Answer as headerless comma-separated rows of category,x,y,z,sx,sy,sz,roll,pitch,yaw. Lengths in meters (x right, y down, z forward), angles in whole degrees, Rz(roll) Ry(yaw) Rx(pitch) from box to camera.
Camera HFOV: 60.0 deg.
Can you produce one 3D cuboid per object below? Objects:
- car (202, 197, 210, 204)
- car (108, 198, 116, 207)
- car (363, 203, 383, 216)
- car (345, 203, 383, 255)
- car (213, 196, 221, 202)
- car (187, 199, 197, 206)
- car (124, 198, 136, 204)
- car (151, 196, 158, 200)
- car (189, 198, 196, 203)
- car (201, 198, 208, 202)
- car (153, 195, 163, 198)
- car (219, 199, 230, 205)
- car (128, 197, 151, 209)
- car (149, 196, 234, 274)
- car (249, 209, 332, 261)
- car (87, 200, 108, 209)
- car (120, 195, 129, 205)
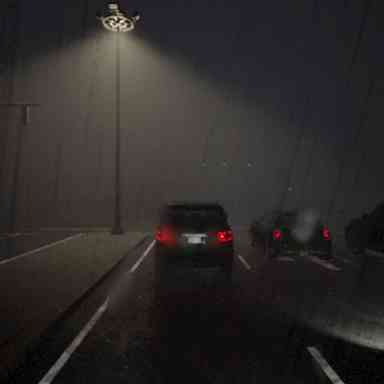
car,3.375,2.094,83.550,1.882,1.535,5.008,0,0,1
car,-15.167,2.055,61.425,1.895,1.301,4.718,0,0,0
car,21.078,1.862,35.505,4.718,1.301,1.895,0,0,1
car,7.065,1.303,10.657,2.150,2.045,5.566,0,0,0
car,7.080,2.054,94.888,2.097,1.767,4.553,0,0,1
car,-0.021,2.089,66.138,1.895,1.301,4.718,0,0,0
car,-15.140,2.126,81.421,2.128,1.511,4.902,0,0,0
car,-8.168,2.008,62.370,2.033,1.411,5.357,0,0,0
car,0.077,2.294,94.830,1.895,1.301,4.718,0,0,1
car,3.589,2.297,95.283,1.895,1.301,4.718,0,0,1
car,-8.134,1.763,72.892,2.150,2.045,5.566,0,0,0
car,6.896,2.120,71.005,1.895,1.301,4.718,0,0,0
car,-8.189,1.880,52.623,2.128,1.511,4.902,0,0,0
car,0.066,1.306,10.992,2.150,2.045,5.566,0,0,0
car,3.565,1.447,12.831,2.097,1.767,4.553,0,0,0
car,-15.185,1.954,52.673,1.994,1.385,4.181,0,0,0
car,-15.131,1.753,71.324,2.150,2.045,5.566,0,0,0
